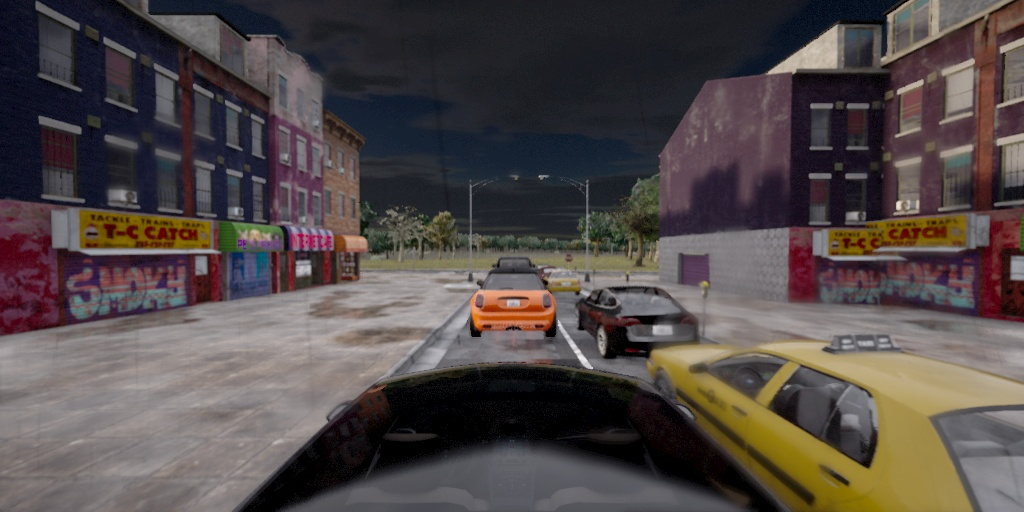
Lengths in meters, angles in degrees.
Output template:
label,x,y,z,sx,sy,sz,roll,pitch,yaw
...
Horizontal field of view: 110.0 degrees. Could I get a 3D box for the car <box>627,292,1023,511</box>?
label,x,y,z,sx,sy,sz,roll,pitch,yaw
car,2.636,1.277,2.936,1.751,1.417,4.829,0,0,0

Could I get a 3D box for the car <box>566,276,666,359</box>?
label,x,y,z,sx,sy,sz,roll,pitch,yaw
car,2.633,1.327,8.298,1.948,1.339,4.313,0,0,0

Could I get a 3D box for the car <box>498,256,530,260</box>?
label,x,y,z,sx,sy,sz,roll,pitch,yaw
car,0.089,1.003,19.340,2.150,2.045,5.566,0,0,0

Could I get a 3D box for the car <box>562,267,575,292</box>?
label,x,y,z,sx,sy,sz,roll,pitch,yaw
car,2.627,1.305,19.533,1.751,1.417,4.829,0,0,0

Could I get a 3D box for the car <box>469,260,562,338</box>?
label,x,y,z,sx,sy,sz,roll,pitch,yaw
car,0.016,1.116,10.401,2.097,1.767,4.553,0,0,0
